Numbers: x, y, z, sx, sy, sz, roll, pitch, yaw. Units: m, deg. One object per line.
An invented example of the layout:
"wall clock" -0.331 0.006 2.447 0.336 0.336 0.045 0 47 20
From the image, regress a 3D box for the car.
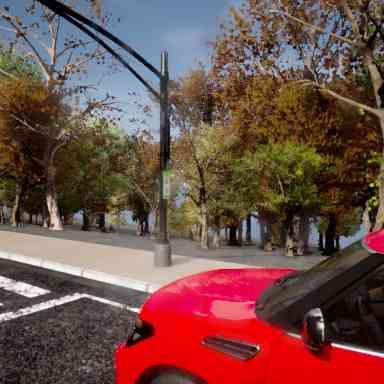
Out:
"car" 1.976 1.221 2.304 5.566 2.045 2.150 0 0 34
